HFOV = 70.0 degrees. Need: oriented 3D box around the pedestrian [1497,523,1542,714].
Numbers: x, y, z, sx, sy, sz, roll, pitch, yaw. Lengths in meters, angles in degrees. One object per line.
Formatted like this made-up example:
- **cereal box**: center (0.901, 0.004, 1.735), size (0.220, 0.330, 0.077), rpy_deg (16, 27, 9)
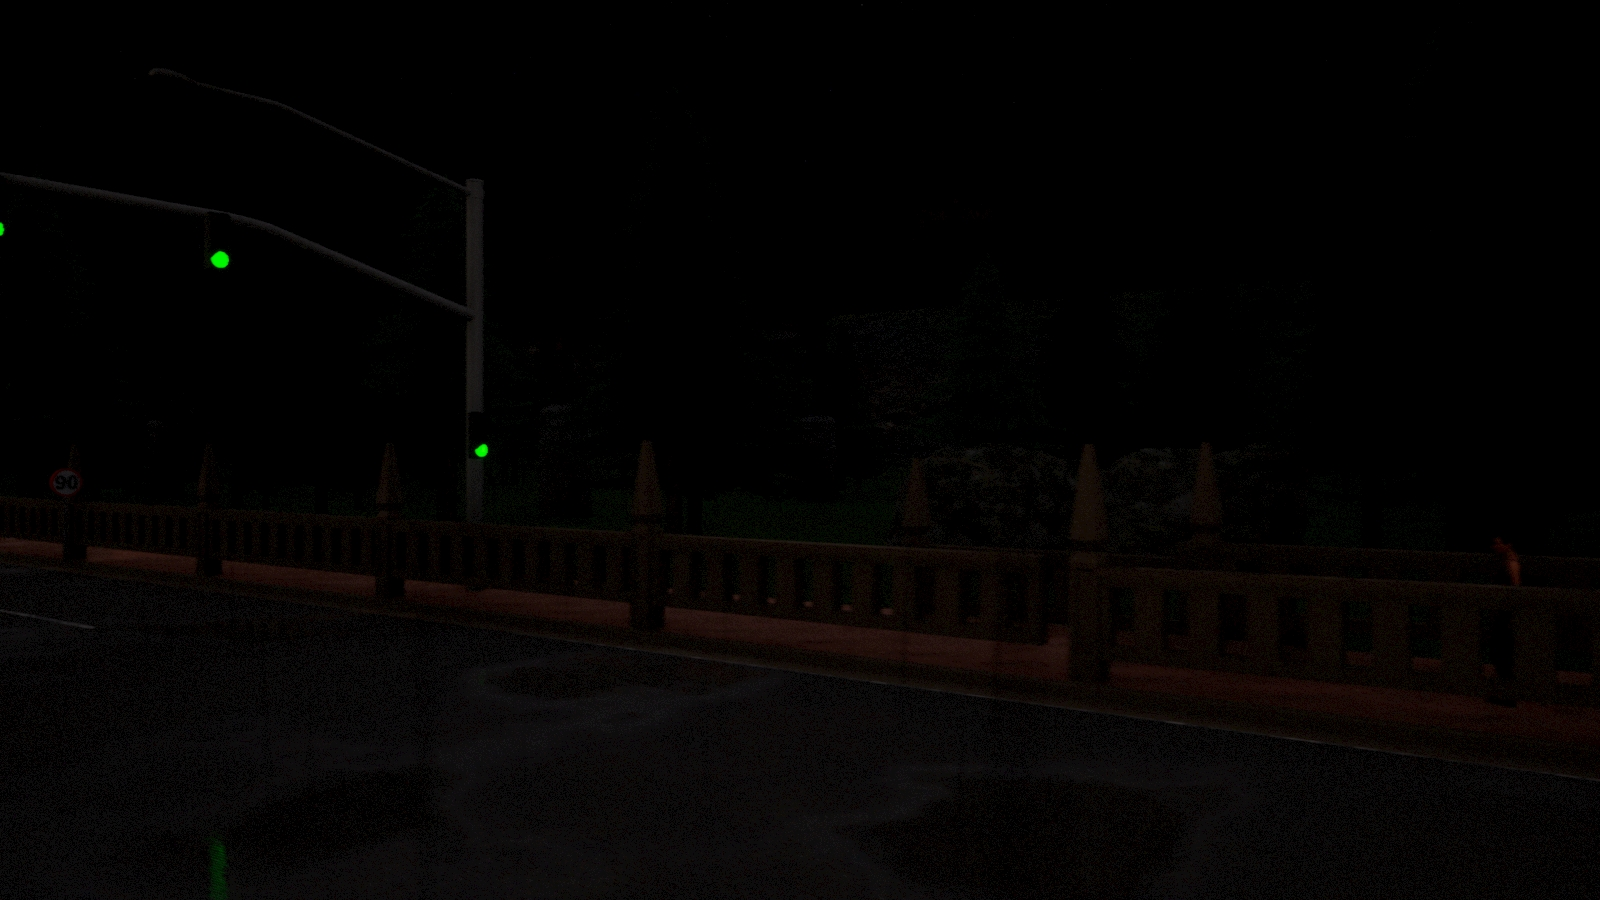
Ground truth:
- **pedestrian**: center (7.326, 1.694, 11.635), size (0.375, 1.860, 0.375), rpy_deg (0, 0, 35)
